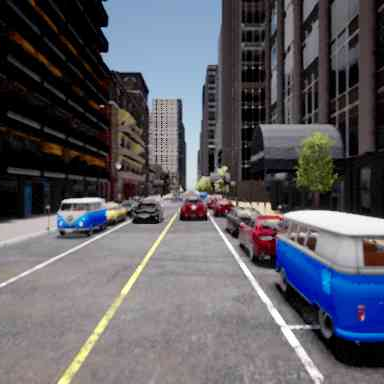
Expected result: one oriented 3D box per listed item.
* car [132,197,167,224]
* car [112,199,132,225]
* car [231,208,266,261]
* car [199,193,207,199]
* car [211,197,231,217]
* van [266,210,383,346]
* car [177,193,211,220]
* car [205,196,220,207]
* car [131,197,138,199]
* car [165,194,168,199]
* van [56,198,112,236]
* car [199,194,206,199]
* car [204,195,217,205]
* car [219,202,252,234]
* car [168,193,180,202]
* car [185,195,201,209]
[{"bbox_3d":[-3.065,1.364,23.728,1.837,1.490,4.892,0,0,0],"label":"car"},{"bbox_3d":[-5.657,1.390,22.933,1.752,1.417,4.829,0,0,0],"label":"car"},{"bbox_3d":[2.707,1.474,11.763,1.887,1.381,4.507,0,0,0],"label":"car"},{"bbox_3d":[2.810,1.106,85.559,1.752,1.417,4.829,0,0,0],"label":"car"},{"bbox_3d":[2.731,1.374,28.755,1.887,1.381,4.507,0,0,0],"label":"car"},{"bbox_3d":[2.699,1.304,6.098,1.690,1.788,3.998,0,0,0],"label":"van"},{"bbox_3d":[0.137,1.196,26.802,2.097,1.767,4.553,0,1,0],"label":"car"},{"bbox_3d":[2.755,1.284,45.744,1.887,1.381,4.507,0,0,0],"label":"car"},{"bbox_3d":[-5.649,1.396,28.767,1.947,1.339,4.313,0,0,0],"label":"car"},{"bbox_3d":[-5.578,1.129,79.567,1.752,1.417,4.829,0,0,0],"label":"car"},{"bbox_3d":[-5.665,1.238,17.438,1.690,1.788,3.998,0,0,0],"label":"van"},{"bbox_3d":[2.818,1.145,91.052,1.802,1.307,4.206,0,0,0],"label":"car"},{"bbox_3d":[2.763,1.239,51.576,1.752,1.417,4.829,0,0,0],"label":"car"},{"bbox_3d":[2.716,1.447,17.427,2.008,1.369,4.403,0,0,0],"label":"car"},{"bbox_3d":[-2.928,1.014,64.893,2.097,1.767,4.553,0,0,1],"label":"car"},{"bbox_3d":[0.161,1.233,42.302,1.882,1.535,5.008,0,0,0],"label":"car"}]
